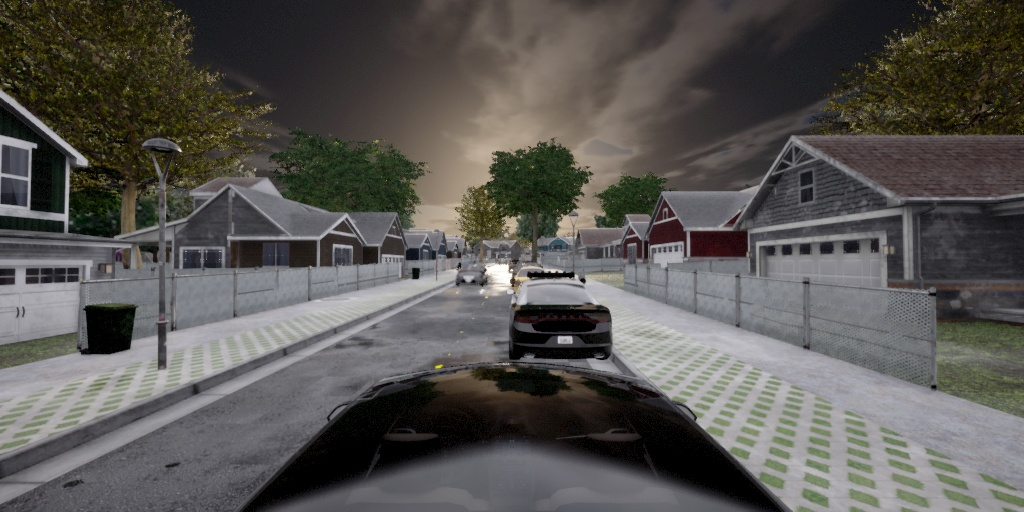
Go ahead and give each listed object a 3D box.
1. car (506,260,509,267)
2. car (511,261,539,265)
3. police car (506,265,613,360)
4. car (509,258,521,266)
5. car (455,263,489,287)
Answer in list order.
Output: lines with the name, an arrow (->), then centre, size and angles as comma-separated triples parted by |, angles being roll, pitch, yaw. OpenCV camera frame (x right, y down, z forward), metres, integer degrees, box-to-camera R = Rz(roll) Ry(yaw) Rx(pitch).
car -> 0.463, 1.242, 47.446 | 1.837, 1.490, 4.892 | 0, 0, 1
car -> 0.987, 1.204, 18.559 | 1.801, 1.575, 5.366 | 0, 0, 1
police car -> 0.896, 1.176, 8.477 | 1.930, 1.638, 5.238 | 0, 0, 1
car -> 1.038, 1.097, 24.339 | 2.097, 1.767, 4.553 | 0, 0, 1
car -> -2.637, 1.237, 24.389 | 2.128, 1.511, 4.902 | 0, 0, 1
